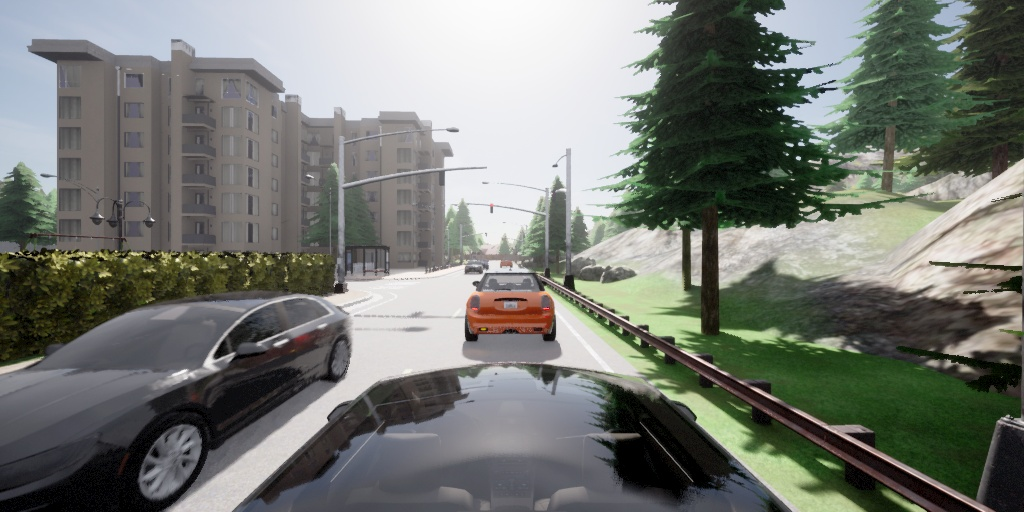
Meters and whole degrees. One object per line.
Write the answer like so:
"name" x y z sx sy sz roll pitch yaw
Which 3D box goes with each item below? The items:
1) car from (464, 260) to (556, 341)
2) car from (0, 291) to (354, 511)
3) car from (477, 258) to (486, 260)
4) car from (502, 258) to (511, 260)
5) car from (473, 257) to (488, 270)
"car" -0.057 1.102 10.012 2.097 1.767 4.553 0 0 -1
"car" -3.638 1.255 4.347 1.837 1.490 4.892 0 0 -1
"car" -4.286 1.255 40.795 1.837 1.490 4.892 0 0 -1
"car" -0.959 1.102 61.268 2.097 1.767 4.553 0 0 -1
"car" -4.529 1.104 52.783 2.097 1.767 4.553 0 0 -4
